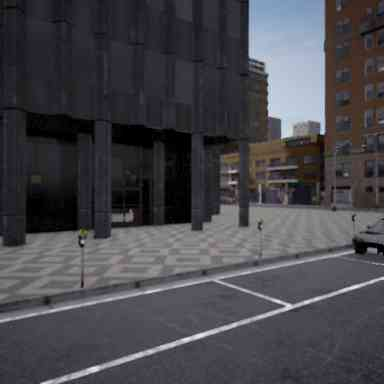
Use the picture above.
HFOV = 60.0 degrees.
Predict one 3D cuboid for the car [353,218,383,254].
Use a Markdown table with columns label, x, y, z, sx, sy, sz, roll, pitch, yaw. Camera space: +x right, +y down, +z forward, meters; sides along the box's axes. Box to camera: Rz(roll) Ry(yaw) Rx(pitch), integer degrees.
| label | x | y | z | sx | sy | sz | roll | pitch | yaw |
| --- | --- | --- | --- | --- | --- | --- | --- | --- | --- |
| car | 7.804 | 1.592 | 12.421 | 4.313 | 1.339 | 1.947 | 0 | 0 | -36 |

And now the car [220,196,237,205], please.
| label | x | y | z | sx | sy | sz | roll | pitch | yaw |
| --- | --- | --- | --- | --- | --- | --- | --- | --- | --- |
| car | 6.063 | 1.520 | 60.367 | 2.128 | 1.511 | 4.902 | 0 | 0 | -34 |
